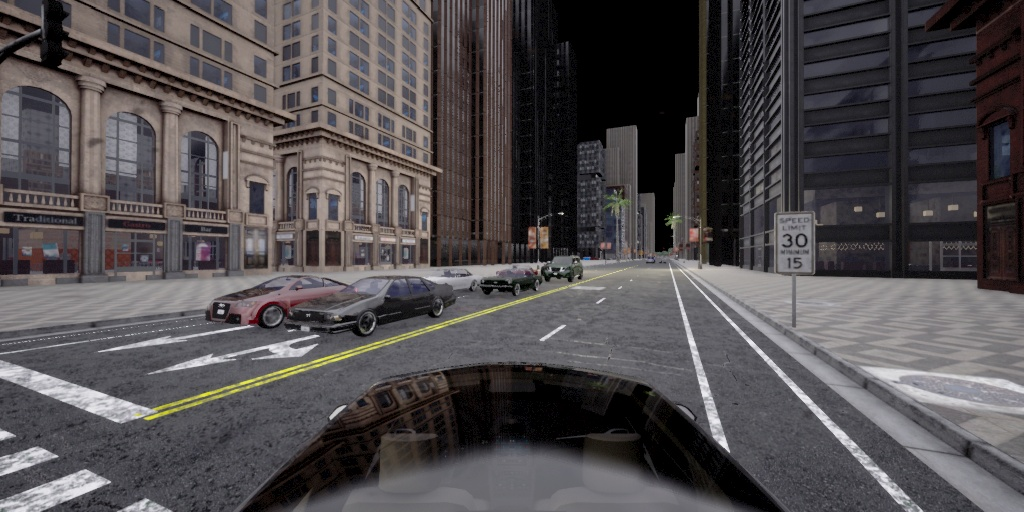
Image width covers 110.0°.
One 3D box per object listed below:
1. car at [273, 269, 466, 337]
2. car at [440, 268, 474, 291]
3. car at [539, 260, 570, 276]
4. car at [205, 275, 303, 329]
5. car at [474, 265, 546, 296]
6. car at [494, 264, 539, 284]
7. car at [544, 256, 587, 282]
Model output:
[{"bbox_3d":[-3.738,1.299,10.755,2.033,1.411,5.357,0,0,23],"label":"car"},{"bbox_3d":[-3.512,1.357,19.454,1.895,1.301,4.718,0,0,23],"label":"car"},{"bbox_3d":[4.541,1.251,37.944,1.882,1.535,5.008,0,0,24],"label":"car"},{"bbox_3d":[-6.990,1.316,11.413,1.994,1.385,4.181,0,0,24],"label":"car"},{"bbox_3d":[0.074,1.358,19.554,1.895,1.301,4.718,0,0,24],"label":"car"},{"bbox_3d":[0.449,1.364,28.594,1.895,1.301,4.718,0,0,24],"label":"car"},{"bbox_3d":[4.330,0.987,29.367,2.150,2.045,5.566,0,0,23],"label":"car"}]
